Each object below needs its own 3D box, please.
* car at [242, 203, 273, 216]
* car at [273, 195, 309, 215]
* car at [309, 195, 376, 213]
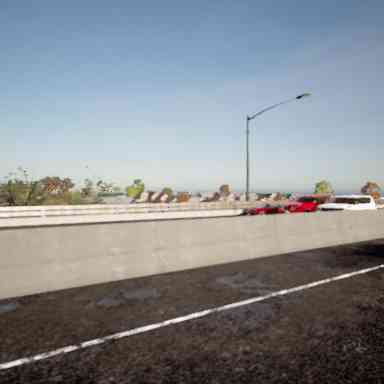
[{"bbox_3d":[6.771,1.628,30.122,4.718,1.301,1.895,0,0,-35],"label":"car"},{"bbox_3d":[9.765,1.254,27.937,5.566,2.045,2.150,1,0,-35],"label":"car"},{"bbox_3d":[11.620,1.254,24.964,5.566,2.045,2.150,1,0,-35],"label":"car"}]
